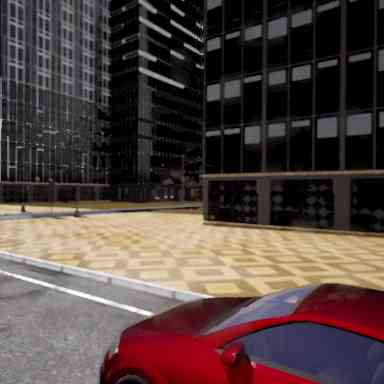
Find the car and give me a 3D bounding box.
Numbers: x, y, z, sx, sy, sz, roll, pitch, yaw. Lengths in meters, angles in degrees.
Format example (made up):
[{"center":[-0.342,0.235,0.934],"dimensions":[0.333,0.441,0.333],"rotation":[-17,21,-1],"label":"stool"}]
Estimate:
[{"center":[1.124,1.564,2.884],"dimensions":[4.181,1.385,1.994],"rotation":[0,0,36],"label":"car"}]
